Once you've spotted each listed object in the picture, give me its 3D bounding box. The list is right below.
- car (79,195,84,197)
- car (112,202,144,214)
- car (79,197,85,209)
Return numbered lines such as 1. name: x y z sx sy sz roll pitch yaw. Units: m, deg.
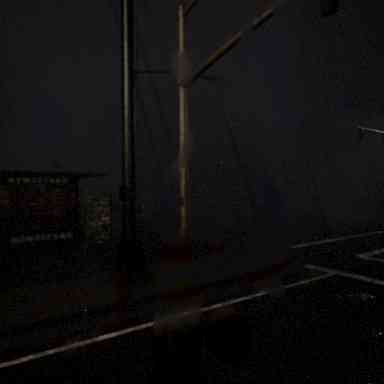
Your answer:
1. car: -29.018 1.665 84.151 2.150 2.045 5.566 -1 1 -36
2. car: -6.965 1.710 35.637 1.895 1.301 4.718 -1 0 -36
3. car: -17.219 1.922 49.965 2.033 1.411 5.357 -1 0 -36
